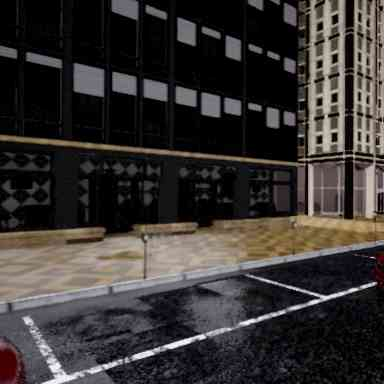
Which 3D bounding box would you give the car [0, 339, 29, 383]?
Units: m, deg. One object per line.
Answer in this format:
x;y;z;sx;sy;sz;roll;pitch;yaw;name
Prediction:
-3.079;1.513;1.175;4.674;1.442;1.812;1;0;-35;car

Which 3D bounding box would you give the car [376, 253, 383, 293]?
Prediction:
6.273;1.544;7.837;5.008;1.535;1.882;0;0;-35;car
